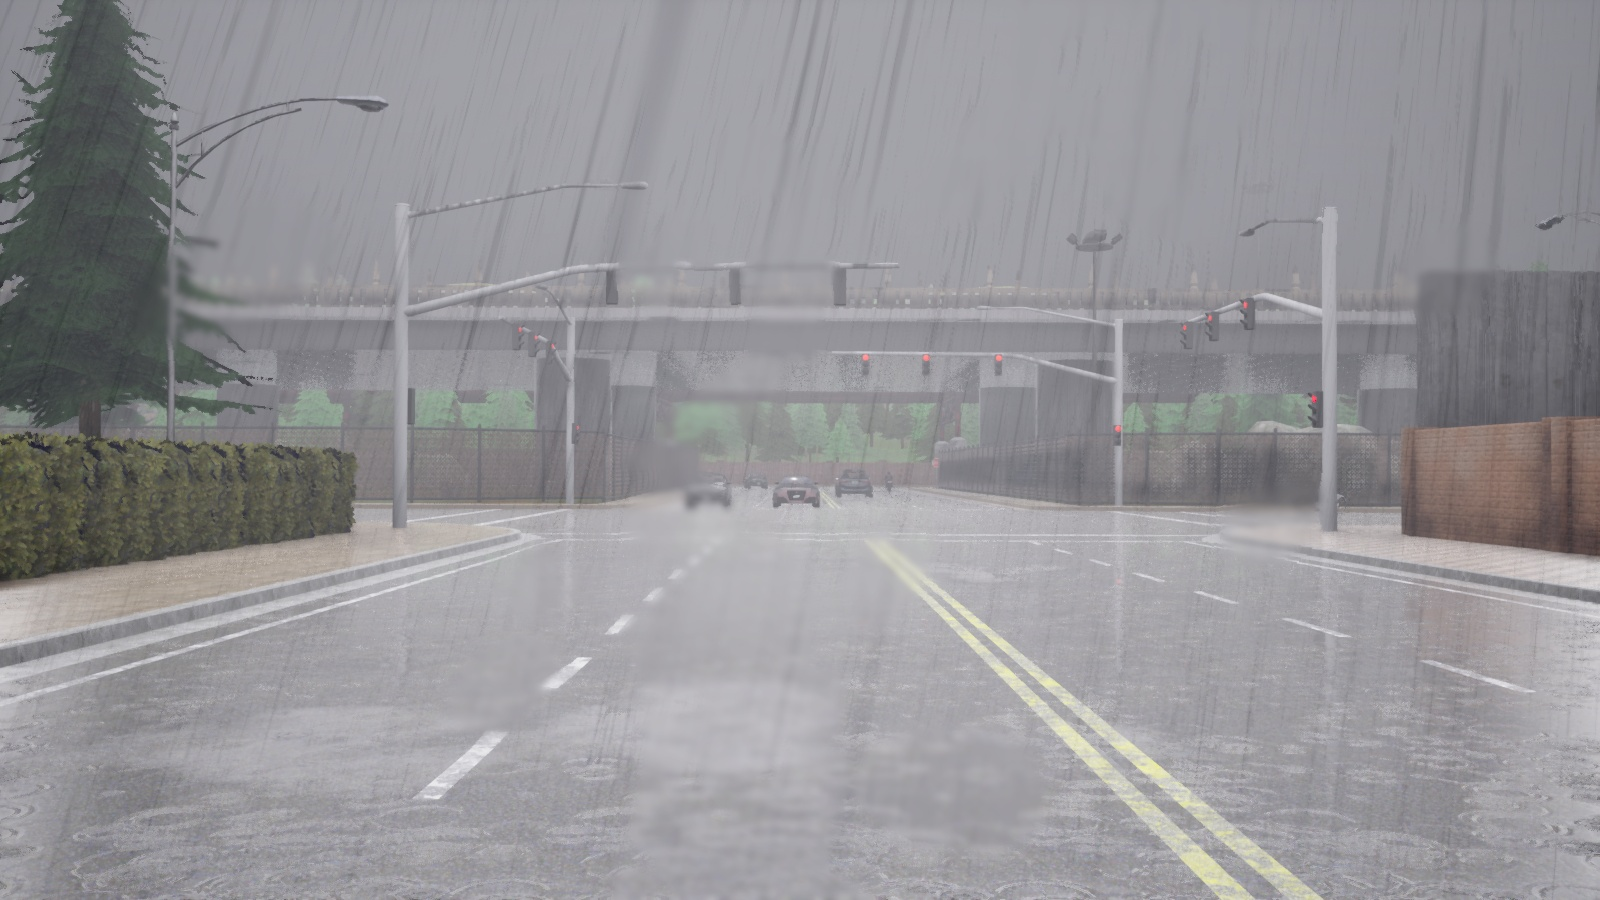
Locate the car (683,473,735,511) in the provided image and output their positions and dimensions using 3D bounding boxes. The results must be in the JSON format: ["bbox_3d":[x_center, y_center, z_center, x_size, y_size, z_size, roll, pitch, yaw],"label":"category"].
[{"bbox_3d":[-3.627,1.677,50.722,1.816,1.474,4.193,0,-2,0],"label":"car"}]

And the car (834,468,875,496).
[{"bbox_3d":[3.307,1.937,77.077,2.242,1.667,4.611,0,-1,0],"label":"car"}]

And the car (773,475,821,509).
[{"bbox_3d":[-0.137,1.787,54.192,1.994,1.385,4.181,0,-1,0],"label":"car"}]

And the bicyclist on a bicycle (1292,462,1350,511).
[{"bbox_3d":[18.956,1.319,45.688,1.843,1.776,0.659,0,-1,0],"label":"bicyclist on a bicycle"}]
